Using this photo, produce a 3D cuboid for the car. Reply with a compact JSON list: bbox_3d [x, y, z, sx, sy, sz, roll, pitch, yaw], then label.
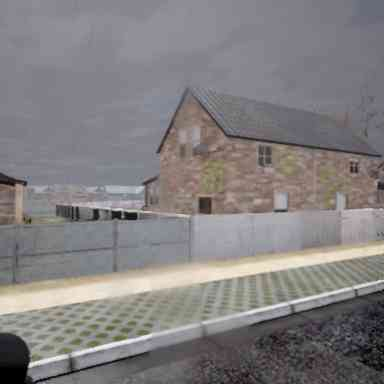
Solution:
[{"bbox_3d":[-3.203,1.489,1.160,4.892,1.490,1.837,0,0,-31],"label":"car"}]
